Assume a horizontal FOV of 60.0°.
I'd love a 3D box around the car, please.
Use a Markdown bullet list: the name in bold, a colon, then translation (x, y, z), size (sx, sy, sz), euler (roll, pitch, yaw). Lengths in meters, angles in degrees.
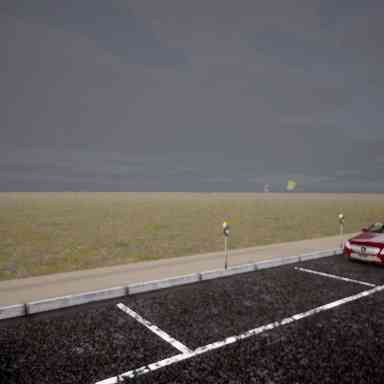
- **car**: translation (6.637, 1.579, 10.792), size (4.206, 1.307, 1.802), euler (0, 1, -35)
